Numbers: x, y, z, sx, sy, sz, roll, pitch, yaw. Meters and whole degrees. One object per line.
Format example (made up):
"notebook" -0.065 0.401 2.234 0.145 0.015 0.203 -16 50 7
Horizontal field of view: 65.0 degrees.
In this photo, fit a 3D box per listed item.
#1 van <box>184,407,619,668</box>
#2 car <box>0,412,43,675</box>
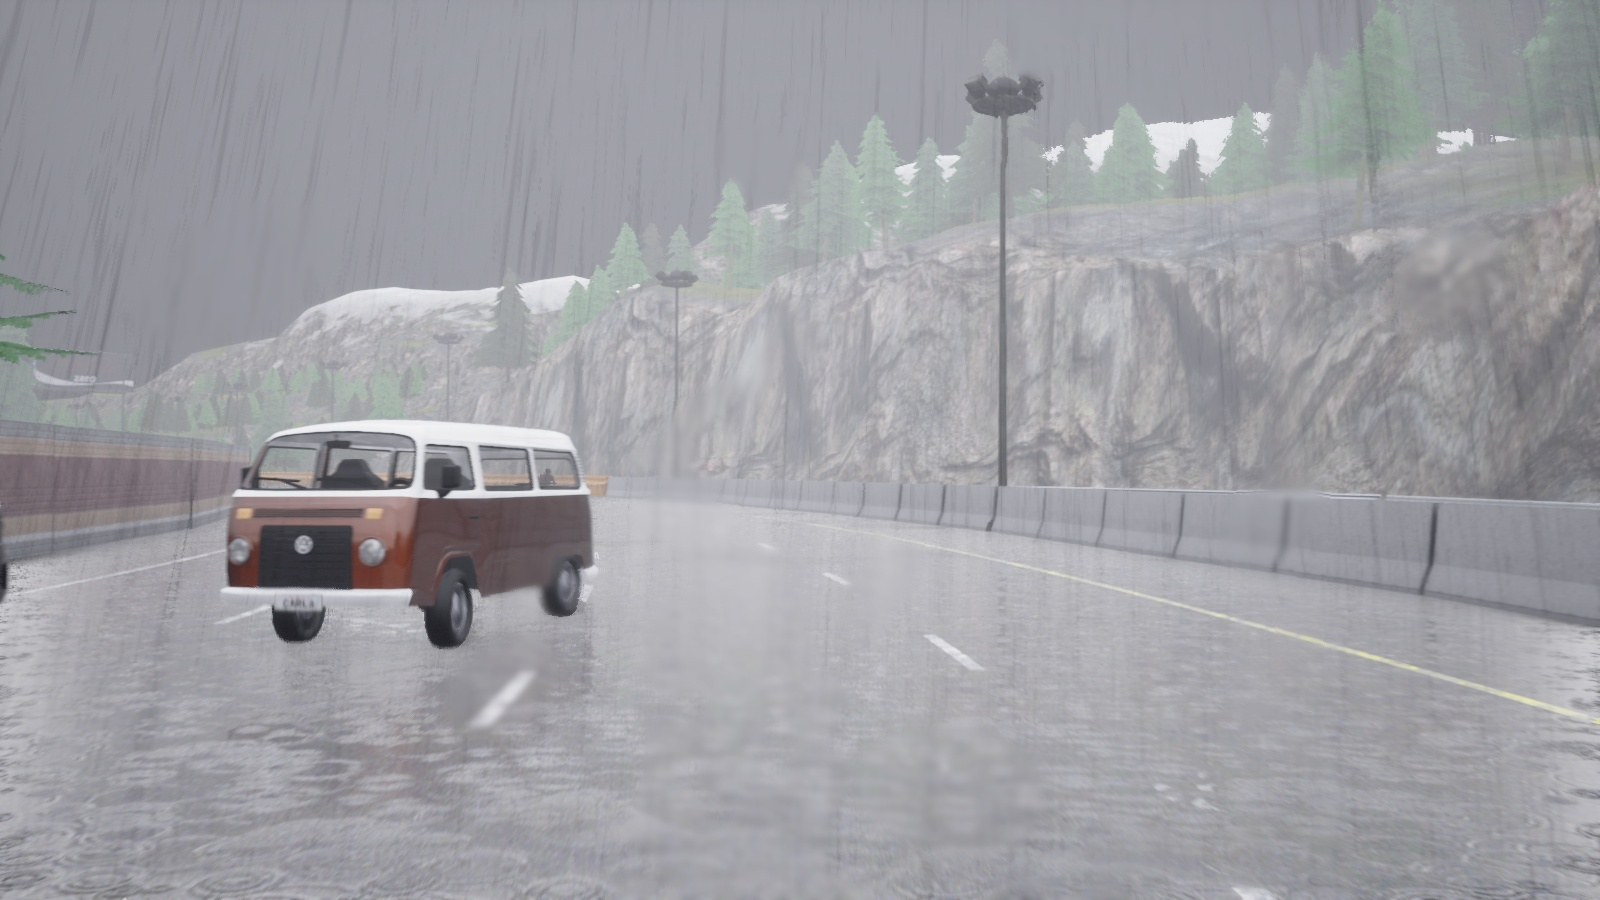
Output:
"van" -3.548 0.764 12.238 2.069 2.038 4.480 -1 -2 12
"car" -7.184 0.691 7.545 2.150 2.045 5.566 0 -1 -3
